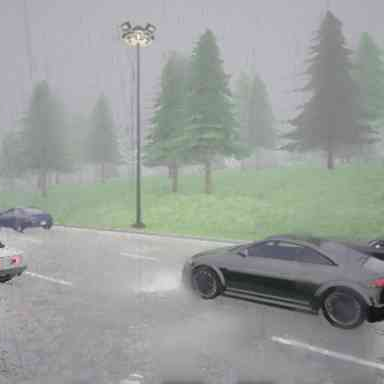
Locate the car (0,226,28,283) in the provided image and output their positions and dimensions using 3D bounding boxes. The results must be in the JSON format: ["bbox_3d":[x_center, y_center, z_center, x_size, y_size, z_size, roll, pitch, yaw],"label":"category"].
[{"bbox_3d":[-6.270,1.617,8.466,4.718,1.301,1.895,0,0,36],"label":"car"}]

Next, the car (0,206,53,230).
[{"bbox_3d":[-10.132,1.559,19.826,4.674,1.442,1.812,0,0,36],"label":"car"}]

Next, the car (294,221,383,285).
[{"bbox_3d":[5.357,1.604,8.769,4.718,1.301,1.895,0,0,35],"label":"car"}]

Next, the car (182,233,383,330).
[{"bbox_3d":[1.849,1.569,6.976,4.181,1.385,1.994,0,0,35],"label":"car"}]
